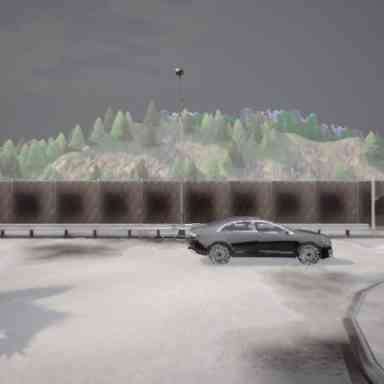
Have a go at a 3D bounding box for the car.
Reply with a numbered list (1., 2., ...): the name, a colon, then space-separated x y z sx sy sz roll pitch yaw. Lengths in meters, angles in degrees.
1. car: 2.270 1.620 11.525 4.902 1.511 2.128 0 -1 0
